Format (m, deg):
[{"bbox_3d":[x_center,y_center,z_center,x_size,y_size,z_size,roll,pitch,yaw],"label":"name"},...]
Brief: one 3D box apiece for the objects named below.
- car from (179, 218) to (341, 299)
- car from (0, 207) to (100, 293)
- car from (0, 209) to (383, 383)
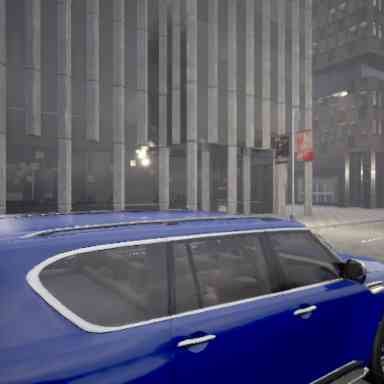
[{"bbox_3d":[1.935,1.563,9.035,4.181,1.385,1.994,0,0,-35],"label":"car"},{"bbox_3d":[-4.866,1.352,8.192,4.553,1.767,2.097,0,0,-35],"label":"car"},{"bbox_3d":[0.275,1.222,3.634,5.566,2.045,2.150,0,0,-35],"label":"car"}]
